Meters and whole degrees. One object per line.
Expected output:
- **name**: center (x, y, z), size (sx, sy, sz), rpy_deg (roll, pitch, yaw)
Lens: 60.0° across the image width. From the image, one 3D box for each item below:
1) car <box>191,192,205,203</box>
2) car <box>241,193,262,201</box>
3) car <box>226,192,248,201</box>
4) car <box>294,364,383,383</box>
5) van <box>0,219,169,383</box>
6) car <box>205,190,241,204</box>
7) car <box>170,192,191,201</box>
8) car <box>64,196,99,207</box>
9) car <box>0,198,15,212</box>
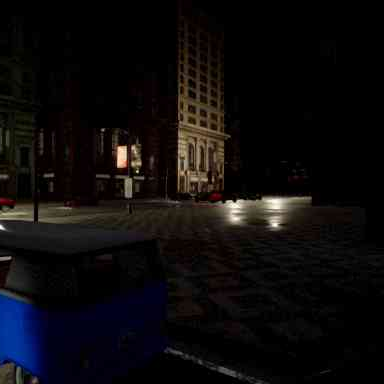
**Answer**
- **car**: center (2.441, 0.754, 52.803), size (2.097, 1.767, 4.553), rpy_deg (0, 1, 36)
- **car**: center (10.910, 0.856, 59.251), size (1.994, 1.385, 4.181), rpy_deg (0, 1, 35)
- **car**: center (8.254, 0.752, 61.126), size (1.882, 1.535, 5.008), rpy_deg (0, 1, 35)
- **car**: center (2.407, 1.582, 1.365), size (4.206, 1.307, 1.802), rpy_deg (0, 0, 35)
- **van**: center (-2.205, 1.341, 4.626), size (3.998, 1.788, 1.690), rpy_deg (0, 0, 35)
- **car**: center (4.814, 0.647, 50.538), size (2.150, 2.045, 5.566), rpy_deg (0, 1, 36)
- **car**: center (-1.870, 0.851, 58.096), size (1.837, 1.490, 4.892), rpy_deg (0, 0, 36)
- **car**: center (-13.707, 1.163, 41.464), size (1.994, 1.385, 4.181), rpy_deg (0, 1, 35)
- **car**: center (-20.079, 1.218, 32.443), size (1.882, 1.535, 5.008), rpy_deg (0, 1, 35)
